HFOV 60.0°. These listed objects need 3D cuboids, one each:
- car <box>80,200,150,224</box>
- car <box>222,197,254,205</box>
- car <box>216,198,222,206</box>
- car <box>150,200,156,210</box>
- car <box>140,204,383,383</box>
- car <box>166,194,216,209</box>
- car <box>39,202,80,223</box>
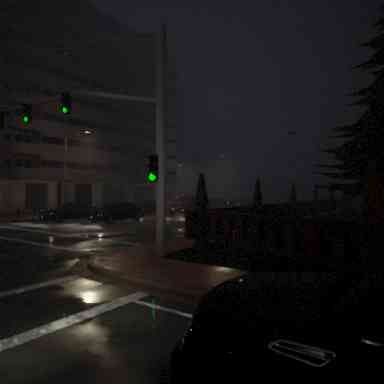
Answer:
[{"bbox_3d":[-5.754,1.546,25.595,1.837,1.490,4.892,0,0,35],"label":"car"},{"bbox_3d":[6.240,1.393,42.825,2.097,1.767,4.553,0,0,35],"label":"car"},{"bbox_3d":[2.866,1.544,44.110,1.837,1.490,4.892,0,0,35],"label":"car"},{"bbox_3d":[-4.399,1.564,33.657,1.812,1.442,4.674,0,0,35],"label":"car"},{"bbox_3d":[2.427,1.222,2.130,5.566,2.045,2.150,0,0,37],"label":"car"},{"bbox_3d":[-0.198,1.263,33.590,2.150,2.045,5.566,0,0,35],"label":"car"},{"bbox_3d":[-9.605,1.564,26.186,1.812,1.442,4.674,0,0,35],"label":"car"}]
